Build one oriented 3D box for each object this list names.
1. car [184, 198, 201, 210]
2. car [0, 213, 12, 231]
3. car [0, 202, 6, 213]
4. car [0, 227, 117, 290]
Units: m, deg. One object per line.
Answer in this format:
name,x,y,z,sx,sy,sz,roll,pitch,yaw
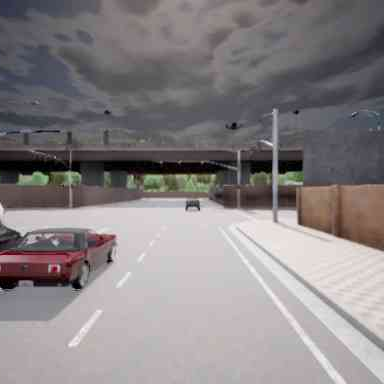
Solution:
car,0.099,1.512,43.600,1.837,1.490,4.892,0,-1,0
car,-7.010,1.571,10.125,1.994,1.385,4.181,0,0,0
car,-10.501,1.234,14.637,2.150,2.045,5.566,0,0,0
car,-3.402,1.607,9.052,1.895,1.301,4.718,0,0,0
